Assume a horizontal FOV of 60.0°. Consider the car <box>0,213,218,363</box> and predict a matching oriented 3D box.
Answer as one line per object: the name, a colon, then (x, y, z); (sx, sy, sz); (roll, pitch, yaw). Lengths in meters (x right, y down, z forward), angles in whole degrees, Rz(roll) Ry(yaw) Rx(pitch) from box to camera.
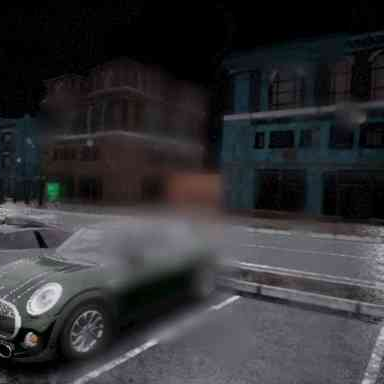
car: (-1.415, 1.345, 6.195); (2.185, 1.767, 4.553); (0, 0, 35)
